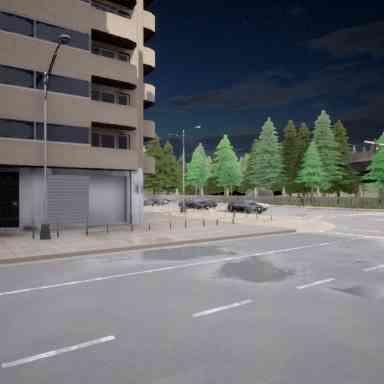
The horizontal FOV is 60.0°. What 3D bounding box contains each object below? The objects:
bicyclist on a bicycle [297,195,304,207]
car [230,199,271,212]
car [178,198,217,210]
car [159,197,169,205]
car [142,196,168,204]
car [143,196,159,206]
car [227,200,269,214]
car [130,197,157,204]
[{"bbox_3d":[15.151,1.245,46.458,1.656,1.620,0.582,0,0,-35],"label":"bicyclist on a bicycle"},{"bbox_3d":[6.805,1.545,39.186,1.895,1.301,4.718,0,0,-35],"label":"car"},{"bbox_3d":[0.338,1.492,42.419,2.033,1.411,5.357,0,0,-36],"label":"car"},{"bbox_3d":[-5.946,1.436,54.911,4.902,1.511,2.128,0,0,40],"label":"car"},{"bbox_3d":[-7.154,1.545,64.451,4.718,1.301,1.895,0,0,31],"label":"car"},{"bbox_3d":[-7.730,1.471,51.902,4.674,1.442,1.812,1,1,41],"label":"car"},{"bbox_3d":[5.569,1.508,34.802,1.994,1.385,4.181,0,0,-35],"label":"car"},{"bbox_3d":[-8.963,1.545,61.559,4.718,1.301,1.895,0,0,31],"label":"car"}]
